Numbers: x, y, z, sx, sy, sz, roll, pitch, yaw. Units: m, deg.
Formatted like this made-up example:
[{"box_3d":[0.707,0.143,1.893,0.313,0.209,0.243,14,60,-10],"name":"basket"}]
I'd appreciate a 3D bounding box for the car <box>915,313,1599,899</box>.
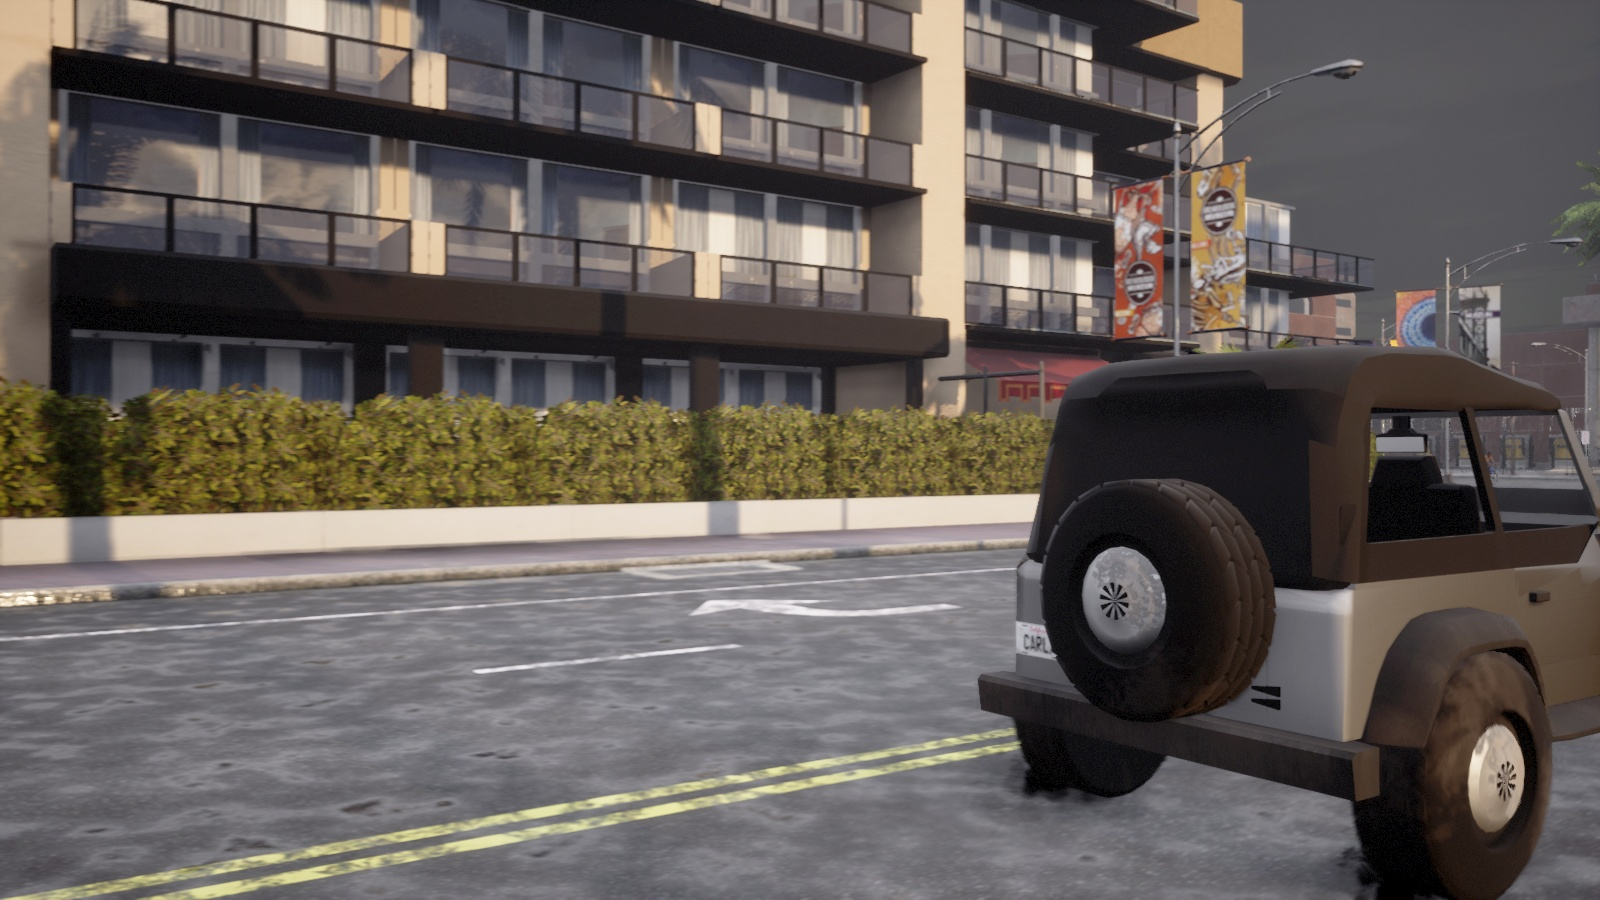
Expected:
[{"box_3d":[2.604,0.549,5.472,3.866,1.878,1.905,0,0,-35],"name":"car"}]
